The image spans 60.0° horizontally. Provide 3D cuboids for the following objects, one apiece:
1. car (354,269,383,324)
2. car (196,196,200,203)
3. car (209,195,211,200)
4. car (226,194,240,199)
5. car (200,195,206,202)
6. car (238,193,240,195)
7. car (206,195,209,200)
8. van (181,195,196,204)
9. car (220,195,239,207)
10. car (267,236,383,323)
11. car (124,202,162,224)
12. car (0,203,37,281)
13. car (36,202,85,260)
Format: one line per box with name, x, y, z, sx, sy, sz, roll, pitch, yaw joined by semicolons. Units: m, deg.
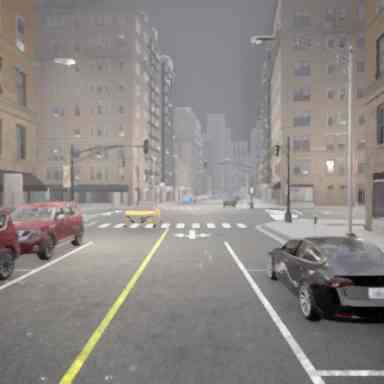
car;2.853;1.569;1.633;1.947;1.339;4.313;-1;0;0
car;-0.092;1.483;69.087;1.967;1.590;4.097;0;0;9
car;3.318;1.501;90.809;1.967;1.590;4.097;0;0;9
car;7.479;1.619;62.334;1.947;1.339;4.313;0;0;9
car;1.588;1.573;79.779;1.752;1.417;4.829;0;0;9
car;10.887;1.379;84.056;2.192;1.841;5.009;0;0;9
car;2.467;1.635;85.377;1.802;1.307;4.206;0;0;9
van;-0.945;1.384;63.657;1.690;1.788;3.998;0;0;9
car;5.773;1.622;51.474;1.947;1.339;4.313;0;0;9
car;2.855;1.580;7.140;1.947;1.339;4.313;-1;0;0
car;-2.991;1.329;20.773;1.882;1.535;5.008;0;0;0
car;-5.673;1.329;7.137;2.192;1.841;5.009;-1;0;0
car;-5.670;1.338;12.645;2.192;1.841;5.009;-1;0;0
